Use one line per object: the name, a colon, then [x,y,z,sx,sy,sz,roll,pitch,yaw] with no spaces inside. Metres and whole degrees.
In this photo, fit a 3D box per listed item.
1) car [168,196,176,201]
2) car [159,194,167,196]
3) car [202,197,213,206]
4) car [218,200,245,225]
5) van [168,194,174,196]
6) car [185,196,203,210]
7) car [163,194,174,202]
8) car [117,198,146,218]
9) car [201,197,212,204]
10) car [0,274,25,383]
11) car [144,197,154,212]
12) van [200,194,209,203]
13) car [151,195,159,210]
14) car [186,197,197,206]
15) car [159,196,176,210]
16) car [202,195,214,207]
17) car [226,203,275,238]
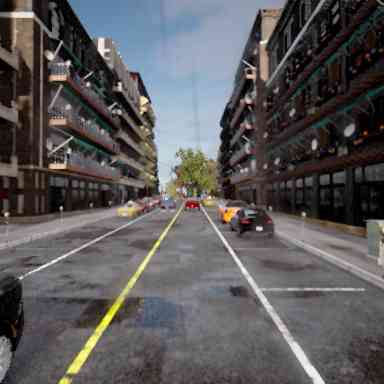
car: [-5.682,1.711,92.891,1.947,1.339,4.313,1,0,0]
car: [-5.677,1.390,53.260,2.192,1.841,5.009,1,0,0]
car: [2.703,1.629,58.882,1.887,1.381,4.507,1,0,0]
car: [3.112,1.385,24.815,2.097,1.767,4.553,0,0,0]
van: [-5.678,1.454,75.906,1.690,1.788,3.998,1,0,0]
car: [0.070,1.538,43.413,1.882,1.535,5.008,0,-1,0]
car: [-5.678,1.438,81.567,2.192,1.841,5.009,1,0,0]
car: [-5.680,1.566,30.443,1.752,1.417,4.829,1,0,0]
car: [2.707,1.659,64.544,1.947,1.339,4.313,1,0,0]
car: [-3.100,1.481,2.275,1.882,1.535,5.008,0,0,0]
car: [-5.680,1.594,36.273,1.887,1.381,4.507,1,0,0]
van: [2.689,1.444,70.206,1.690,1.788,3.998,1,0,0]
car: [-5.679,1.497,41.936,1.967,1.590,4.097,1,0,0]
car: [0.018,1.607,57.187,1.812,1.442,4.674,0,0,1]
car: [-3.089,1.608,44.060,2.033,1.411,5.357,0,0,0]
car: [2.701,1.601,53.391,1.752,1.417,4.829,1,0,0]
car: [3.148,1.549,17.844,1.812,1.442,4.674,0,0,0]
